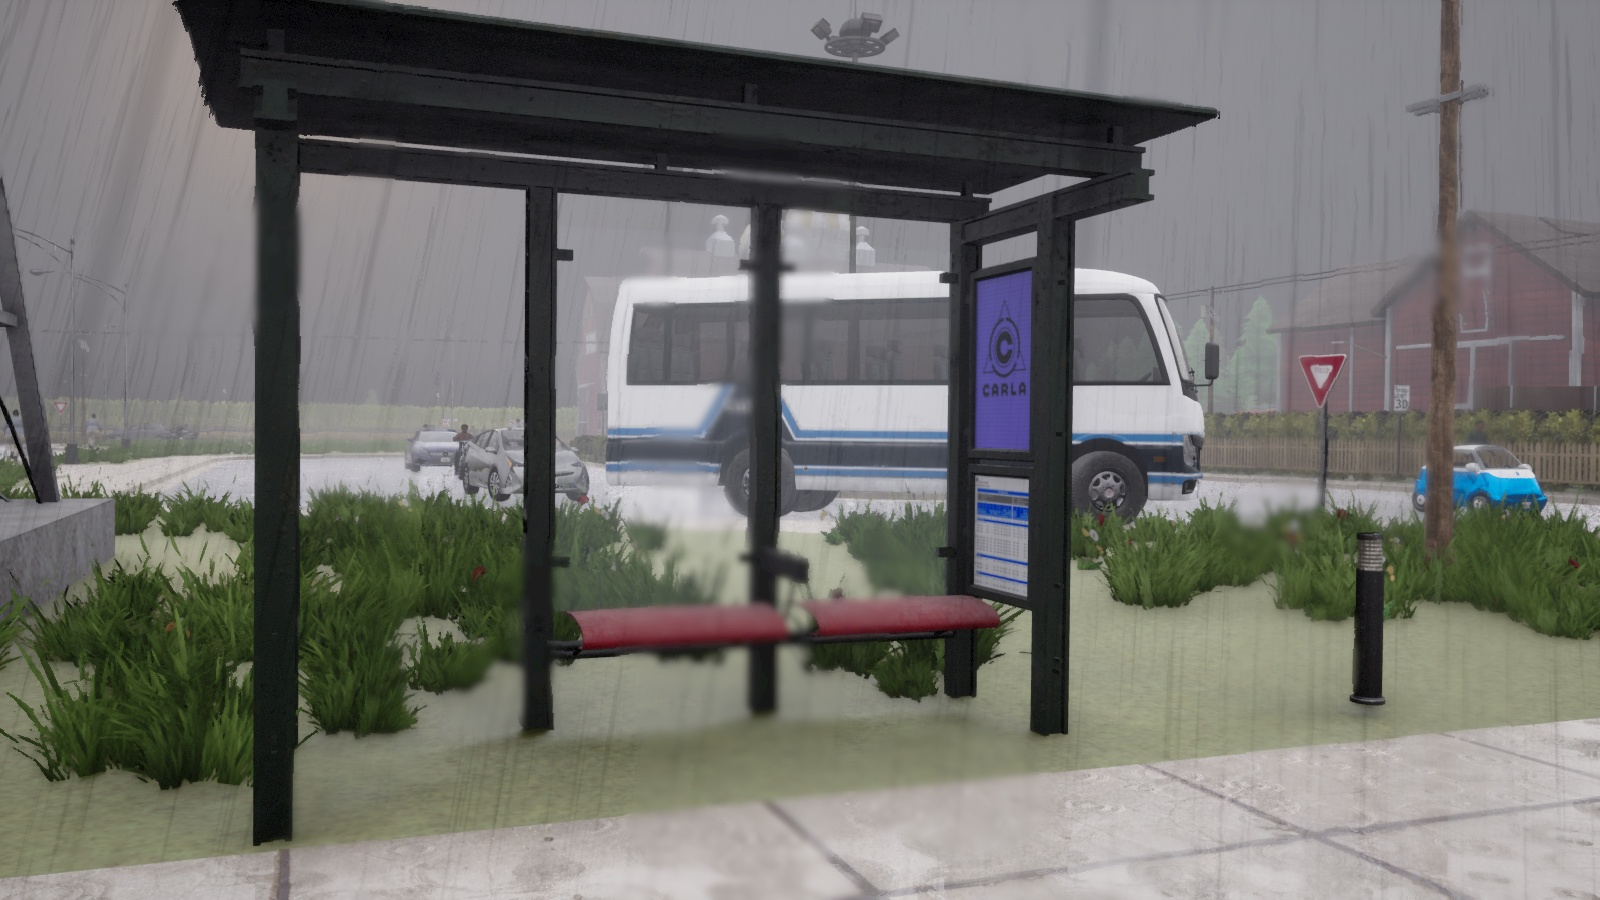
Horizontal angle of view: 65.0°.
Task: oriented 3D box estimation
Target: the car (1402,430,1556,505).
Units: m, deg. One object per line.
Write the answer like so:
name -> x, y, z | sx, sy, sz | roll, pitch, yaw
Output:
car -> 13.233, 0.310, 24.563 | 1.481, 1.376, 2.207 | -1, 1, -21

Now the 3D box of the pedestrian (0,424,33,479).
pedestrian -> -26.895, 0.044, 43.050 | 0.874, 1.855, 0.900 | -1, 1, -24

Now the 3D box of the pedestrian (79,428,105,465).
pedestrian -> -36.018, -0.197, 63.898 | 0.874, 1.855, 0.900 | -1, 1, -14

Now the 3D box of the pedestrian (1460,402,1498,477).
pedestrian -> 17.893, -0.279, 33.107 | 0.423, 1.949, 0.788 | -1, 1, -24

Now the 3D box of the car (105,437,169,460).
car -> -45.621, -0.101, 86.465 | 3.633, 1.501, 1.845 | -1, 1, -21

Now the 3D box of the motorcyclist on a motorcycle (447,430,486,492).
motorcyclist on a motorcycle -> -9.324, 0.280, 35.020 | 0.766, 1.649, 2.350 | -1, 1, -21

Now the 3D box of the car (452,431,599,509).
car -> -6.075, 0.365, 27.390 | 2.007, 1.525, 4.514 | -1, 1, -27

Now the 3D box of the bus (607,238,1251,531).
bus -> 2.245, -0.956, 21.675 | 10.273, 4.253, 3.944 | 0, 1, 18

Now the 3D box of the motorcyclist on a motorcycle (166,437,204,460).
motorcyclist on a motorcycle -> -41.314, -0.093, 84.369 | 2.191, 1.530, 0.866 | -1, 1, -21

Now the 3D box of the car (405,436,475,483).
car -> -12.127, 0.269, 42.156 | 1.812, 1.442, 4.674 | -1, 1, -21
